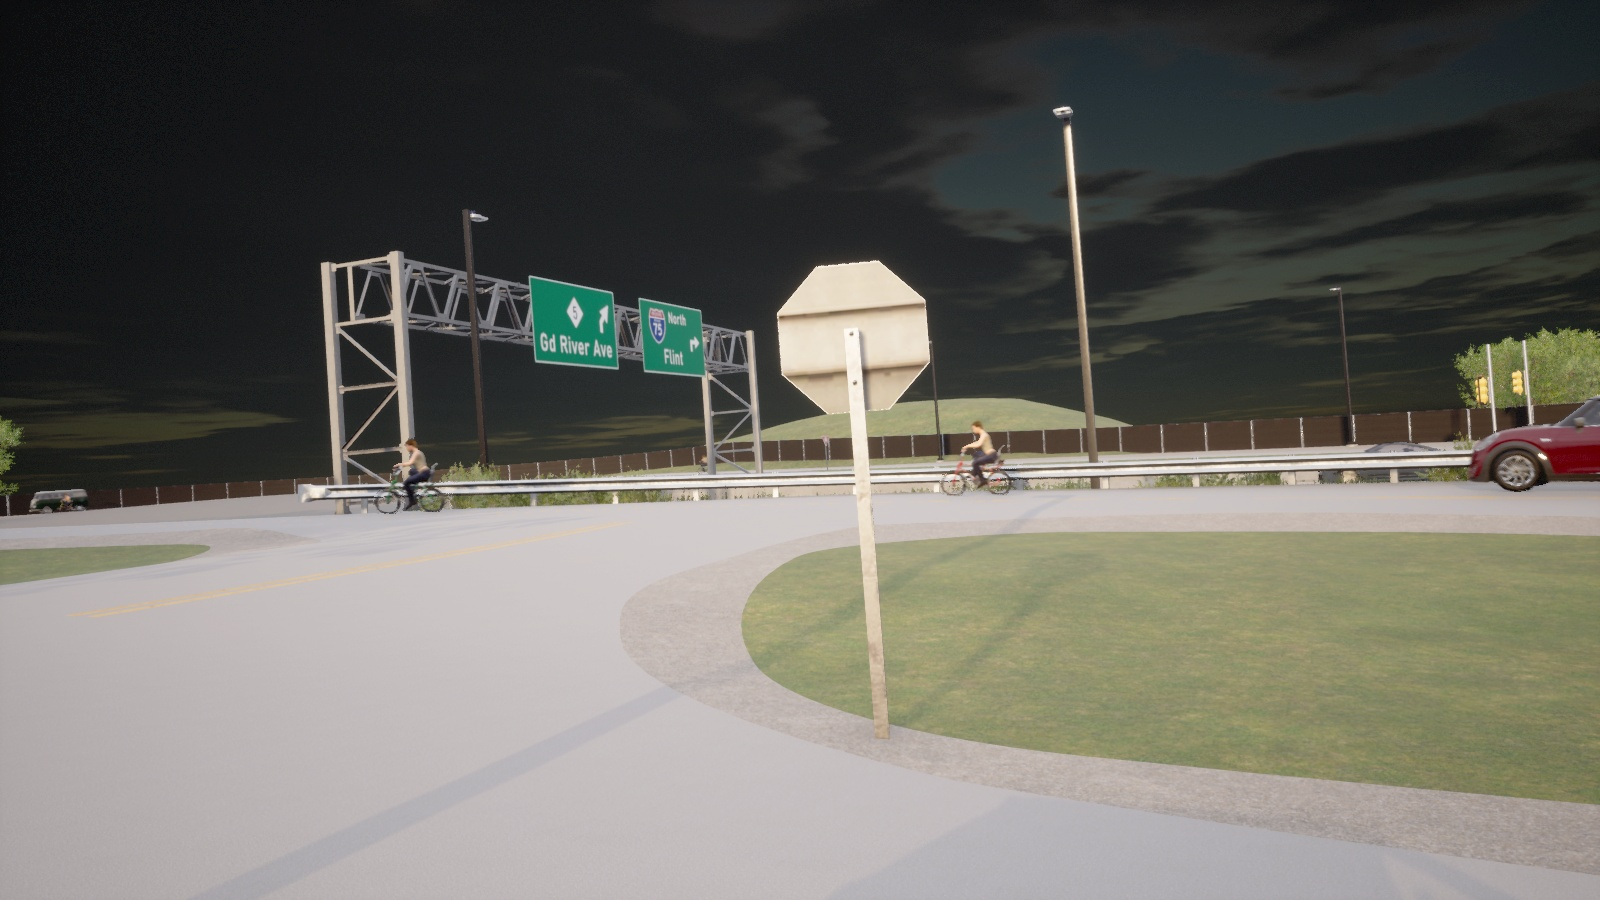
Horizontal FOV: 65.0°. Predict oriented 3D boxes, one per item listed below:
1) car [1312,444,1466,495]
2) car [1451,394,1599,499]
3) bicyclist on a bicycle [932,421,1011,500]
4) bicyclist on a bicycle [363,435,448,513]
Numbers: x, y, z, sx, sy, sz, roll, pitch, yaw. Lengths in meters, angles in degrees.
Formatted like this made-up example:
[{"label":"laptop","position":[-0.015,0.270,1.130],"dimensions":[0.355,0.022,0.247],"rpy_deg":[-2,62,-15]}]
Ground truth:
[{"label":"car","position":[18.328,0.597,39.285],"dimensions":[4.181,1.385,1.994],"rpy_deg":[-3,0,21]},{"label":"car","position":[14.137,-0.088,21.915],"dimensions":[4.553,1.767,2.097],"rpy_deg":[-1,1,39]},{"label":"bicyclist on a bicycle","position":[3.651,0.214,26.678],"dimensions":[1.509,1.612,0.866],"rpy_deg":[-2,1,15]},{"label":"bicyclist on a bicycle","position":[-8.508,0.513,27.112],"dimensions":[1.509,1.612,0.866],"rpy_deg":[-2,1,-1]}]
